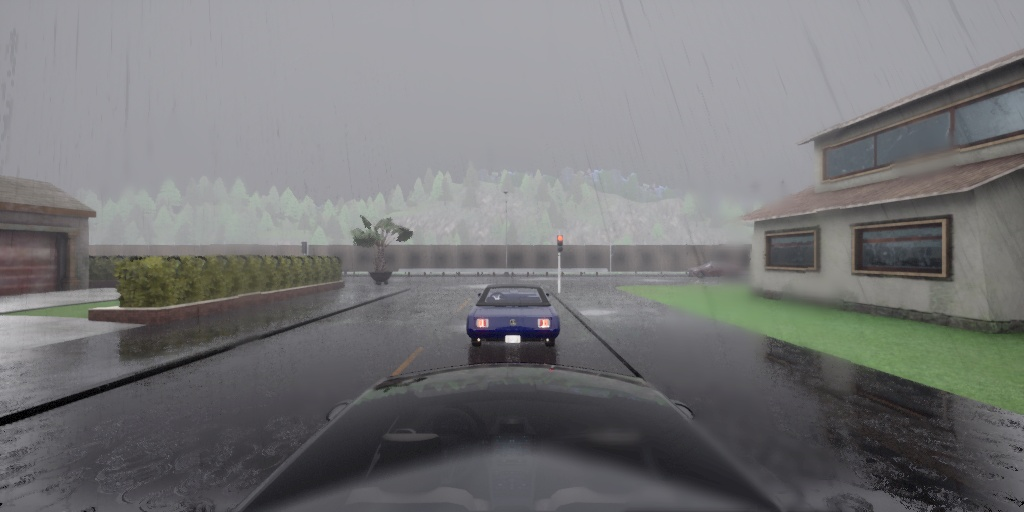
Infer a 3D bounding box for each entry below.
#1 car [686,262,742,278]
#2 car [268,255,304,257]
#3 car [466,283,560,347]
[{"bbox_3d":[18.535,1.276,33.017,4.674,1.442,1.812,0,0,0],"label":"car"},{"bbox_3d":[-17.434,0.971,28.799,5.566,2.045,2.150,0,0,0],"label":"car"},{"bbox_3d":[0.042,1.351,9.295,1.895,1.301,4.718,0,0,1],"label":"car"}]
